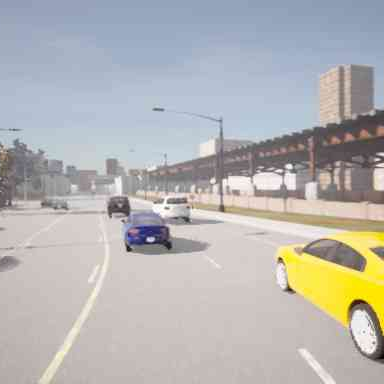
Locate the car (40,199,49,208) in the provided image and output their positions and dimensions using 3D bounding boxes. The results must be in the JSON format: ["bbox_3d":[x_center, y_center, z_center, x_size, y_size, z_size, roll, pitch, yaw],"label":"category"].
[{"bbox_3d":[-26.005,1.987,59.983,1.882,1.535,5.008,-1,1,-16],"label":"car"}]

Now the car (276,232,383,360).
[{"bbox_3d":[3.096,1.461,6.011,1.882,1.535,5.008,0,0,-6],"label":"car"}]

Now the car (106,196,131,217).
[{"bbox_3d":[-7.547,1.454,34.143,2.150,2.045,5.566,-1,0,-16],"label":"car"}]

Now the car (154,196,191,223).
[{"bbox_3d":[-1.720,1.335,26.517,2.150,2.045,5.566,-1,0,-16],"label":"car"}]

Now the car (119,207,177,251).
[{"bbox_3d":[-2.083,1.604,14.582,1.812,1.442,4.674,-1,0,-14],"label":"car"}]

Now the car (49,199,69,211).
[{"bbox_3d":[-19.350,1.942,49.279,2.128,1.511,4.902,-1,0,-16],"label":"car"}]
